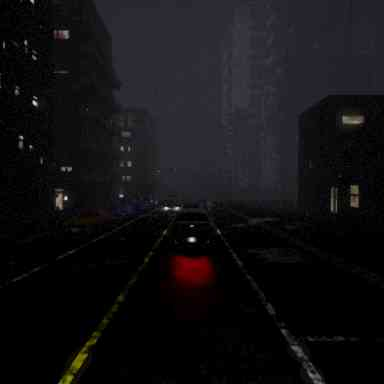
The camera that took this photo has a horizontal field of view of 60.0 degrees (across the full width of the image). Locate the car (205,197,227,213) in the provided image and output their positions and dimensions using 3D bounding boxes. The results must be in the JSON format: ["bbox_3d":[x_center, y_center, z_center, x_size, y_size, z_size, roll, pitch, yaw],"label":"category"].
[{"bbox_3d":[2.679,1.515,35.519,1.887,1.381,4.507,-1,0,0],"label":"car"}]

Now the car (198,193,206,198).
[{"bbox_3d":[2.647,1.444,79.163,1.887,1.381,4.507,-1,0,0],"label":"car"}]

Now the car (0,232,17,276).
[{"bbox_3d":[-5.702,1.562,7.579,1.947,1.339,4.313,-1,0,0],"label":"car"}]

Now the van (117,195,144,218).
[{"bbox_3d":[-5.705,1.318,29.901,1.690,1.788,3.998,-1,0,0],"label":"van"}]

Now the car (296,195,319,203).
[{"bbox_3d":[23.377,1.415,67.396,4.097,1.590,1.967,0,1,1],"label":"car"}]

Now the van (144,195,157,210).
[{"bbox_3d":[-5.704,1.304,41.064,1.690,1.788,3.998,-1,0,0],"label":"van"}]

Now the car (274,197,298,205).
[{"bbox_3d":[16.718,1.639,58.850,4.403,1.369,2.008,0,1,1],"label":"car"}]

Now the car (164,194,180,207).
[{"bbox_3d":[-3.000,1.277,51.626,2.150,2.045,5.566,0,0,0],"label":"car"}]

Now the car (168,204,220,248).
[{"bbox_3d":[0.000,1.509,14.652,1.837,1.490,4.892,0,0,0],"label":"car"}]

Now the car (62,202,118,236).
[{"bbox_3d":[-5.702,1.514,18.571,1.752,1.417,4.829,-1,0,0],"label":"car"}]

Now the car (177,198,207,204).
[{"bbox_3d":[0.000,1.551,29.655,1.994,1.385,4.181,0,0,0],"label":"car"}]

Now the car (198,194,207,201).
[{"bbox_3d":[2.646,1.326,84.809,1.967,1.590,4.097,-1,0,0],"label":"car"}]
